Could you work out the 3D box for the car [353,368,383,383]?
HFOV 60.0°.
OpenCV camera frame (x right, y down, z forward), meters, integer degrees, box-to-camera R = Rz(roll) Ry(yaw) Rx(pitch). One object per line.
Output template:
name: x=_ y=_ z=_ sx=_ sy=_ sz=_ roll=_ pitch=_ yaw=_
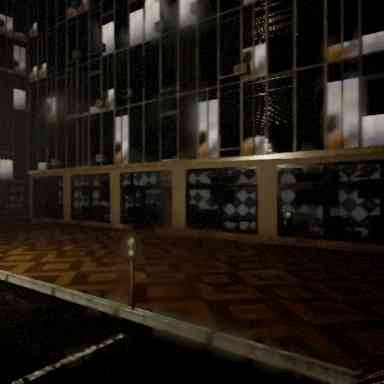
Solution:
car: x=2.489 y=1.441 z=1.100 sx=4.097 sy=1.590 sz=1.967 roll=0 pitch=0 yaw=35
